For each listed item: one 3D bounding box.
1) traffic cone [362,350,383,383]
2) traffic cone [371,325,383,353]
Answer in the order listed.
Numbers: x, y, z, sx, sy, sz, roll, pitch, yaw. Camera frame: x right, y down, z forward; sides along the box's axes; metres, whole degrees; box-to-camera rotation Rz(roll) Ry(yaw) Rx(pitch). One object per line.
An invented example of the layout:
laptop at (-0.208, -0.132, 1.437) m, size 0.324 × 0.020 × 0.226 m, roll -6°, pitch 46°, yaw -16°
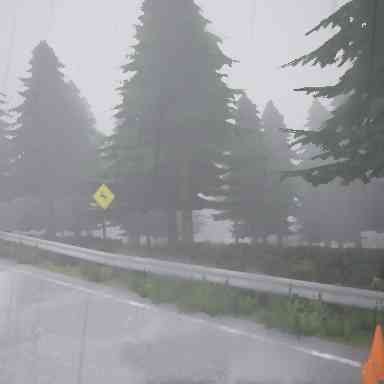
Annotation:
traffic cone at (1.773, 1.956, 3.294) m, size 0.340 × 0.580 × 0.340 m, roll 0°, pitch 0°, yaw 34°
traffic cone at (2.321, 1.956, 4.128) m, size 0.340 × 0.580 × 0.340 m, roll 0°, pitch 0°, yaw 34°
